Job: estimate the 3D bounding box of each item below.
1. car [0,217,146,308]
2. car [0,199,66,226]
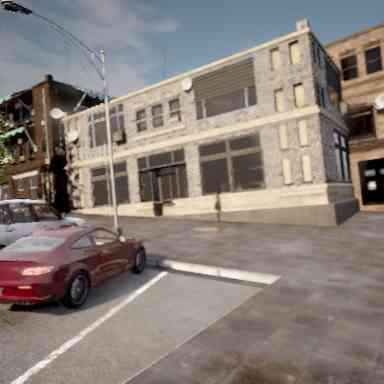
[{"bbox_3d":[-2.673,1.474,7.763,2.002,1.452,4.674,-1,0,15],"label":"car"},{"bbox_3d":[-5.159,1.203,9.505,2.435,2.045,5.566,-1,0,15],"label":"car"}]
